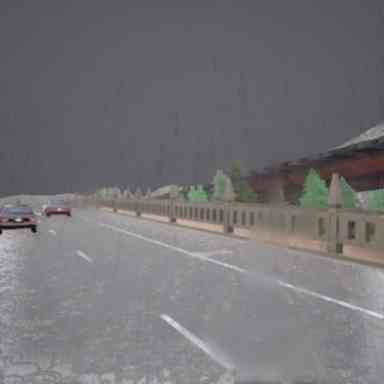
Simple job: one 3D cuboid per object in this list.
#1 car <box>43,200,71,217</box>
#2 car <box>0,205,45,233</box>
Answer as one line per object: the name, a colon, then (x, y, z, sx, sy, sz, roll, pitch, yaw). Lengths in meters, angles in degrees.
car: (-11.836, 1.378, 28.904, 1.994, 1.385, 4.181, 1, 0, -30)
car: (-9.735, 1.401, 18.435, 2.033, 1.411, 5.357, 1, 0, -30)
